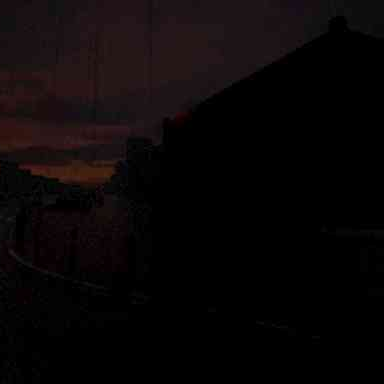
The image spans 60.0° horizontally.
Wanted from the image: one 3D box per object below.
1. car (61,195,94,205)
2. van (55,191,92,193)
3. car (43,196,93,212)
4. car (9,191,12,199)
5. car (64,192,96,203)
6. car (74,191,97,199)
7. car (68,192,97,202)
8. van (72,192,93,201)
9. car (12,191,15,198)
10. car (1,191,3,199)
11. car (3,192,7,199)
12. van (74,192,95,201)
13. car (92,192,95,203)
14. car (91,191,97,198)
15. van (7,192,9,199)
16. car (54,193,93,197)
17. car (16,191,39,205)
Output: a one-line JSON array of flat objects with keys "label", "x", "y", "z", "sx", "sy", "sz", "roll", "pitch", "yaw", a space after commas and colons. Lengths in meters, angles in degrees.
[{"label": "car", "x": -18.756, "y": 1.368, "z": 54.737, "sx": 4.892, "sy": 1.521, "sz": 2.231, "roll": 1, "pitch": 0, "yaw": -16}, {"label": "van", "x": -15.901, "y": 1.228, "z": 44.117, "sx": 4.442, "sy": 1.987, "sz": 1.878, "roll": 1, "pitch": 0, "yaw": -16}, {"label": "car", "x": -13.566, "y": 1.513, "z": 36.108, "sx": 4.792, "sy": 1.488, "sz": 2.163, "roll": 1, "pitch": 0, "yaw": -16}, {"label": "car", "x": -46.878, "y": 0.983, "z": 80.209, "sx": 4.674, "sy": 1.452, "sz": 2.002, "roll": 1, "pitch": 0, "yaw": -16}, {"label": "car", "x": -21.072, "y": 1.045, "z": 62.874, "sx": 5.566, "sy": 2.045, "sz": 2.435, "roll": 1, "pitch": 0, "yaw": -16}, {"label": "car", "x": -27.795, "y": 0.891, "z": 86.836, "sx": 5.566, "sy": 2.045, "sz": 2.435, "roll": 1, "pitch": 0, "yaw": -16}, {"label": "car", "x": -23.235, "y": 0.985, "z": 70.796, "sx": 5.566, "sy": 2.045, "sz": 2.435, "roll": 1, "pitch": 0, "yaw": -16}, {"label": "van", "x": -24.126, "y": 0.990, "z": 73.434, "sx": 4.442, "sy": 1.987, "sz": 1.878, "roll": 1, "pitch": 0, "yaw": -16}, {"label": "car", "x": -47.805, "y": 0.927, "z": 82.813, "sx": 5.366, "sy": 1.575, "sz": 1.946, "roll": 1, "pitch": 0, "yaw": -16}, {"label": "car", "x": -44.633, "y": 0.983, "z": 72.249, "sx": 4.892, "sy": 1.521, "sz": 2.231, "roll": 1, "pitch": 0, "yaw": -16}, {"label": "car", "x": -45.380, "y": 0.968, "z": 74.902, "sx": 4.892, "sy": 1.521, "sz": 2.231, "roll": 1, "pitch": 0, "yaw": -16}, {"label": "van", "x": -24.652, "y": 0.976, "z": 76.171, "sx": 4.442, "sy": 1.987, "sz": 1.878, "roll": 1, "pitch": 0, "yaw": -16}, {"label": "car", "x": -17.229, "y": 1.289, "z": 49.391, "sx": 4.553, "sy": 1.767, "sz": 2.185, "roll": 1, "pitch": 0, "yaw": -16}, {"label": "car", "x": -19.481, "y": 1.093, "z": 57.416, "sx": 5.566, "sy": 2.045, "sz": 2.435, "roll": 1, "pitch": 0, "yaw": -16}, {"label": "van", "x": -46.050, "y": 0.730, "z": 77.705, "sx": 4.442, "sy": 1.987, "sz": 1.878, "roll": 1, "pitch": 0, "yaw": -16}, {"label": "car", "x": -14.974, "y": 1.343, "z": 41.357, "sx": 4.553, "sy": 1.767, "sz": 2.185, "roll": 1, "pitch": 0, "yaw": -16}, {"label": "car", "x": -26.837, "y": 1.004, "z": 55.001, "sx": 2.150, "sy": 2.045, "sz": 5.566, "roll": 1, "pitch": 0, "yaw": -16}]
